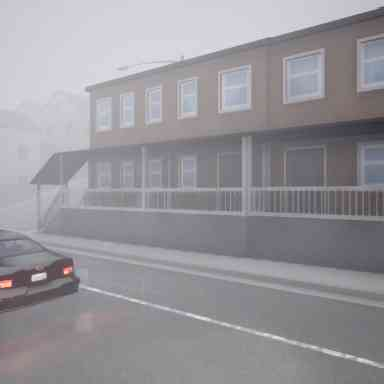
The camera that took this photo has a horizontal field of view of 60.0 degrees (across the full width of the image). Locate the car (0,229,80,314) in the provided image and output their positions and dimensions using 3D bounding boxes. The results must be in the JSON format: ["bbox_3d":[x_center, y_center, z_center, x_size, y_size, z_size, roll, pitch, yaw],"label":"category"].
[{"bbox_3d":[-4.737,1.547,7.343,5.357,1.411,2.033,0,0,36],"label":"car"}]
